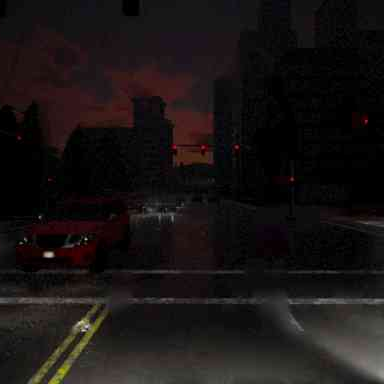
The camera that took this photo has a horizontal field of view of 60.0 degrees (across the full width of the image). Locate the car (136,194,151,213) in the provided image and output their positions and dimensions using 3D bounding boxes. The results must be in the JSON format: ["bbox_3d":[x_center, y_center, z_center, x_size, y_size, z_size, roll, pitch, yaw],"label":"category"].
[{"bbox_3d":[-6.370,1.221,37.133,2.150,2.045,5.566,0,0,1],"label":"car"}]

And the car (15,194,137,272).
[{"bbox_3d":[-3.531,1.221,11.129,2.150,2.045,5.566,0,0,1],"label":"car"}]

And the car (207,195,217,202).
[{"bbox_3d":[4.606,1.478,77.185,1.882,1.535,5.008,0,0,1],"label":"car"}]

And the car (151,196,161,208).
[{"bbox_3d":[-6.263,1.489,48.260,2.128,1.511,4.902,0,0,1],"label":"car"}]

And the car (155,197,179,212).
[{"bbox_3d":[-2.850,1.601,39.242,1.895,1.301,4.718,0,0,1],"label":"car"}]

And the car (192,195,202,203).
[{"bbox_3d":[1.015,1.352,67.479,2.097,1.767,4.553,0,0,1],"label":"car"}]

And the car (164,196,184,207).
[{"bbox_3d":[-2.743,1.563,50.084,1.994,1.385,4.181,0,0,1],"label":"car"}]

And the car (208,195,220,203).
[{"bbox_3d":[4.618,1.547,67.363,2.033,1.411,5.357,0,0,1],"label":"car"}]
